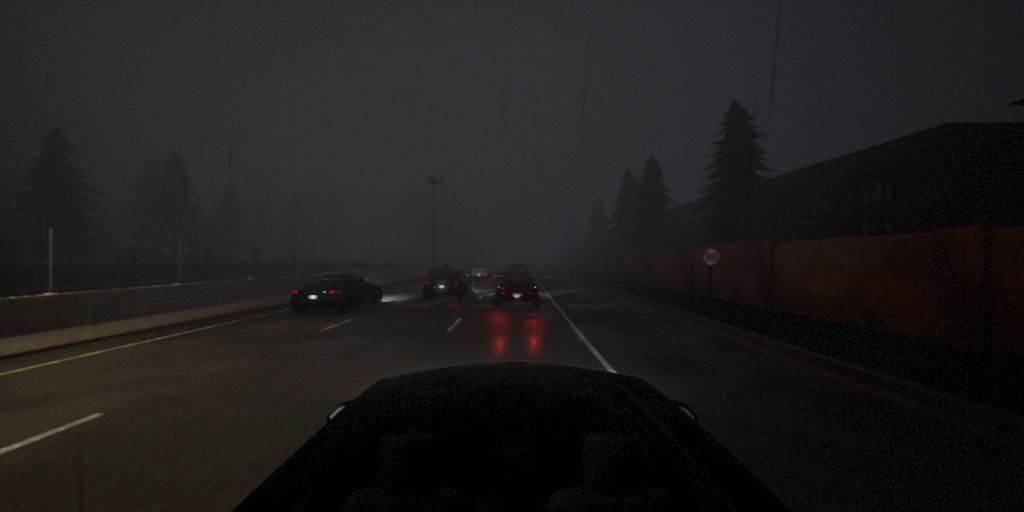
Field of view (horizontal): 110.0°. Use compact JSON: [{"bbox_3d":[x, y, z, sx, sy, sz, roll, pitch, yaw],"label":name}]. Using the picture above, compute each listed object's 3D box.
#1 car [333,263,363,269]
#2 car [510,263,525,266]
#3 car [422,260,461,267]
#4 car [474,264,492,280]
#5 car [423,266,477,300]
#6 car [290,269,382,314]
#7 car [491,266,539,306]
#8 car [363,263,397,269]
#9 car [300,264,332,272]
[{"bbox_3d":[-17.026,1.472,38.976,1.837,1.490,4.892,0,-1,1],"label":"car"},{"bbox_3d":[0.555,1.427,33.256,1.837,1.490,4.892,0,0,1],"label":"car"},{"bbox_3d":[-6.445,1.419,33.319,2.128,1.511,4.902,0,0,1],"label":"car"},{"bbox_3d":[-2.935,1.456,34.264,1.812,1.442,4.674,0,0,1],"label":"car"},{"bbox_3d":[-3.218,1.408,18.599,1.994,1.385,4.181,0,0,1],"label":"car"},{"bbox_3d":[-6.798,1.389,14.321,1.994,1.385,4.181,0,0,1],"label":"car"},{"bbox_3d":[0.234,1.354,16.141,1.812,1.442,4.674,0,0,1],"label":"car"},{"bbox_3d":[-13.542,1.508,38.352,2.033,1.411,5.357,0,0,1],"label":"car"},{"bbox_3d":[-20.540,1.514,38.488,2.033,1.411,5.357,0,0,1],"label":"car"}]
